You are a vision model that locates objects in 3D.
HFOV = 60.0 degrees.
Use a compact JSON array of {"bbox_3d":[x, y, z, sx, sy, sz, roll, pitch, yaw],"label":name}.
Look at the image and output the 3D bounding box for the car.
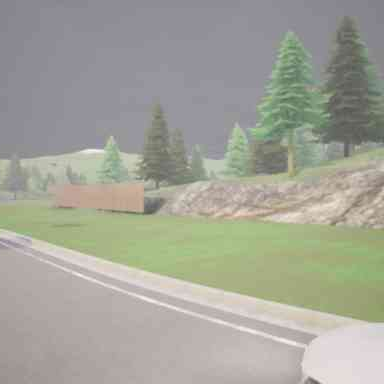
[{"bbox_3d":[3.014,1.524,1.895,4.674,1.442,1.812,0,0,37],"label":"car"}]
